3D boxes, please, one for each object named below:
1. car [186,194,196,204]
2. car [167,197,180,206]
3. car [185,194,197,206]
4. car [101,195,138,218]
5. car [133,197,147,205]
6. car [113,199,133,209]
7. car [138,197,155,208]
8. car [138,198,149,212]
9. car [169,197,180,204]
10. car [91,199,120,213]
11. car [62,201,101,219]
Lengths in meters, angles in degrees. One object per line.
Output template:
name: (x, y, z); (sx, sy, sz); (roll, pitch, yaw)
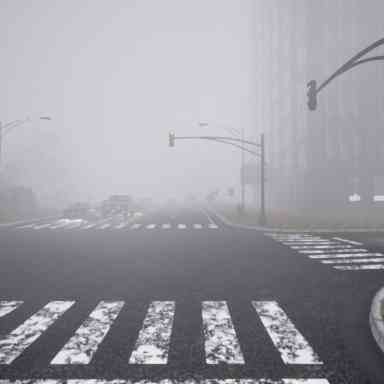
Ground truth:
car: (-0.263, 1.471, 70.639); (2.150, 2.045, 5.566); (0, 0, 0)
car: (-3.519, 1.702, 59.358); (1.812, 1.442, 4.674); (0, 0, 0)
car: (-0.163, 1.522, 58.333); (2.097, 1.767, 4.553); (0, 0, 0)
car: (-6.736, 1.275, 30.863); (2.150, 2.045, 5.566); (0, 0, 0)
car: (-10.042, 1.748, 64.325); (1.837, 1.490, 4.892); (0, 0, 0)
car: (-10.054, 1.684, 48.950); (1.994, 1.385, 4.181); (0, 0, 0)
car: (-6.812, 1.480, 50.395); (2.097, 1.767, 4.553); (0, 0, -1)
car: (-6.779, 1.686, 40.623); (1.895, 1.301, 4.718); (0, 0, 0)
car: (-3.565, 1.788, 69.361); (2.033, 1.411, 5.357); (0, 0, 0)
car: (-10.021, 1.626, 39.016); (2.033, 1.411, 5.357); (0, 0, 0)
car: (-9.980, 1.614, 29.773); (1.994, 1.385, 4.181); (0, 0, 0)
